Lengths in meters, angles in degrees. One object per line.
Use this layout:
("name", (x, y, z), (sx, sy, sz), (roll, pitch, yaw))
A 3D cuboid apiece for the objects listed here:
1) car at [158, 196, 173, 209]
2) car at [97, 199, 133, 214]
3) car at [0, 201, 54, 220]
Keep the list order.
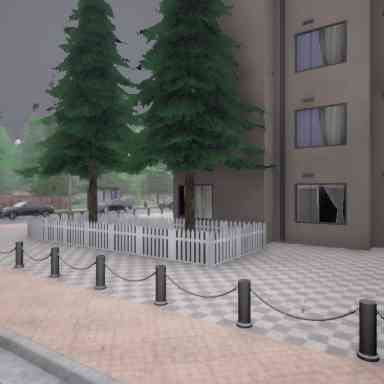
("car", (-2.491, 1.337, 44.299), (2.097, 1.767, 4.553), (0, 0, 37))
("car", (-8.663, 1.476, 36.134), (2.128, 1.511, 4.902), (0, 0, 37))
("car", (-14.255, 1.510, 28.674), (1.812, 1.442, 4.674), (0, 0, 37))
